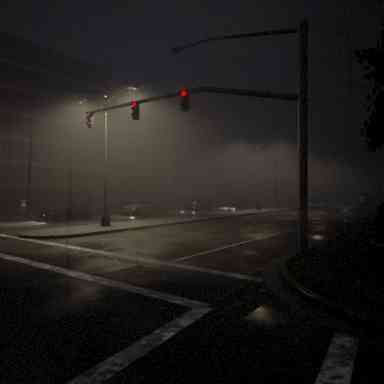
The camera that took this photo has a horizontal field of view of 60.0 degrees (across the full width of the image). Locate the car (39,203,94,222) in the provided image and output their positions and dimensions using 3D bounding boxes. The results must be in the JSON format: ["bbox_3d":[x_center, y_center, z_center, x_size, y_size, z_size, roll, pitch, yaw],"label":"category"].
[{"bbox_3d":[-9.943,1.564,26.591,1.994,1.385,4.181,0,0,36],"label":"car"}]

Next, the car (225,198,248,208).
[{"bbox_3d":[6.619,1.564,49.397,1.994,1.385,4.181,0,0,36],"label":"car"}]

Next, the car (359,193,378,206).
[{"bbox_3d":[28.735,1.221,54.037,2.150,2.045,5.566,0,0,36],"label":"car"}]

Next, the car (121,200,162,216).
[{"bbox_3d":[-4.951,1.523,33.472,1.812,1.442,4.674,0,0,36],"label":"car"}]

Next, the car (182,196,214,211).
[{"bbox_3d":[0.780,1.352,41.368,2.097,1.767,4.553,0,0,36],"label":"car"}]
